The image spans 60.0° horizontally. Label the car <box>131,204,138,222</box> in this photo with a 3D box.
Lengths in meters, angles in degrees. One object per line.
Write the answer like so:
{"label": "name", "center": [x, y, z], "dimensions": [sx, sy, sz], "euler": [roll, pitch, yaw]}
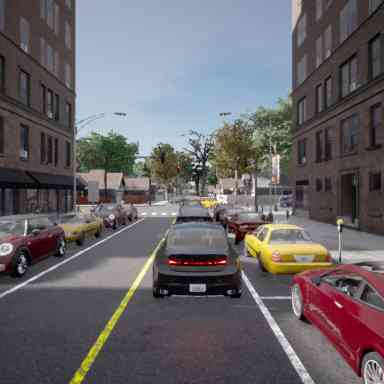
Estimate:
{"label": "car", "center": [-5.368, 1.593, 26.536], "dimensions": [1.802, 1.307, 4.206], "euler": [0, 0, 0]}

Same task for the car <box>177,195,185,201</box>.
{"label": "car", "center": [-3.015, 1.606, 92.221], "dimensions": [1.837, 1.490, 4.892], "euler": [0, 0, 0]}

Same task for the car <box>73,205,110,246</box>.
{"label": "car", "center": [-5.378, 1.530, 15.328], "dimensions": [1.752, 1.417, 4.829], "euler": [0, 0, 0]}

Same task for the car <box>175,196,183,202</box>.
{"label": "car", "center": [-2.989, 1.603, 77.152], "dimensions": [1.812, 1.442, 4.674], "euler": [0, 0, 0]}

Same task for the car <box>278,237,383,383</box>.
{"label": "car", "center": [2.638, 1.582, 4.457], "dimensions": [1.802, 1.307, 4.206], "euler": [0, 0, 0]}

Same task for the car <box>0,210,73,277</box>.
{"label": "car", "center": [-5.382, 1.442, 9.980], "dimensions": [1.967, 1.590, 4.097], "euler": [0, 0, 0]}

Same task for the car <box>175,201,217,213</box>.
{"label": "car", "center": [0.113, 1.484, 17.979], "dimensions": [1.882, 1.535, 5.008], "euler": [0, 0, 0]}

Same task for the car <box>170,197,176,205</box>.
{"label": "car", "center": [-3.026, 1.579, 62.169], "dimensions": [1.812, 1.442, 4.674], "euler": [0, 0, 0]}

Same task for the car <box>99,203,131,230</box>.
{"label": "car", "center": [-5.373, 1.448, 21.017], "dimensions": [1.967, 1.590, 4.097], "euler": [0, 0, 0]}

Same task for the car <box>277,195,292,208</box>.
{"label": "car", "center": [14.292, 1.455, 46.245], "dimensions": [4.674, 1.442, 1.812], "euler": [0, 0, -2]}

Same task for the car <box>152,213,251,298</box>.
{"label": "car", "center": [0.108, 1.507, 8.495], "dimensions": [1.837, 1.490, 4.892], "euler": [0, 0, 0]}

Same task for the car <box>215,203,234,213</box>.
{"label": "car", "center": [2.653, 1.590, 21.012], "dimensions": [1.802, 1.307, 4.206], "euler": [0, 0, 0]}

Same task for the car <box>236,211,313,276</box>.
{"label": "car", "center": [2.643, 1.528, 10.146], "dimensions": [1.752, 1.417, 4.829], "euler": [0, 0, 0]}

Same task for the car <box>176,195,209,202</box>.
{"label": "car", "center": [0.022, 1.364, 27.034], "dimensions": [2.097, 1.767, 4.553], "euler": [0, 0, 0]}

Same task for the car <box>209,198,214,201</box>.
{"label": "car", "center": [2.066, 1.488, 45.332], "dimensions": [5.008, 1.535, 1.882], "euler": [-1, 1, 43]}

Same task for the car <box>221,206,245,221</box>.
{"label": "car", "center": [2.648, 1.550, 15.494], "dimensions": [1.887, 1.381, 4.507], "euler": [0, 0, 0]}

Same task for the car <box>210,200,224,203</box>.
{"label": "car", "center": [2.658, 1.577, 26.531], "dimensions": [1.947, 1.339, 4.313], "euler": [0, 0, 0]}
